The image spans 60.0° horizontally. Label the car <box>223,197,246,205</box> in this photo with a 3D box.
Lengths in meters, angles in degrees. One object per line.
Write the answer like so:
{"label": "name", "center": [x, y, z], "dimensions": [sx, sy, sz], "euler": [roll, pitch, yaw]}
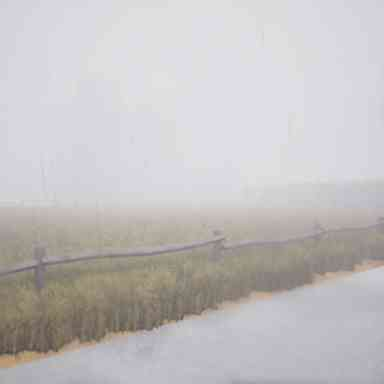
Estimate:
{"label": "car", "center": [8.486, 1.710, 66.200], "dimensions": [4.674, 1.442, 1.812], "euler": [0, 0, -36]}

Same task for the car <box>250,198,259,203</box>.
{"label": "car", "center": [9.126, 1.690, 55.956], "dimensions": [1.812, 1.442, 4.674], "euler": [0, 0, -36]}

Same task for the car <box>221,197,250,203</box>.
{"label": "car", "center": [6.627, 1.801, 54.121], "dimensions": [1.895, 1.301, 4.718], "euler": [0, 0, -36]}
